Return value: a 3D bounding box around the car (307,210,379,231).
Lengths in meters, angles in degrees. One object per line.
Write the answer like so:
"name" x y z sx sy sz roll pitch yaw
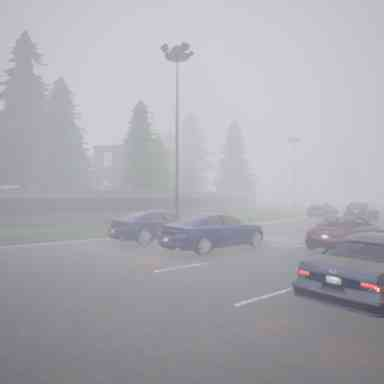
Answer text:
"car" 6.589 1.705 14.162 4.181 1.385 1.994 1 -1 -43

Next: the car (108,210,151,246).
"car" -1.574 1.595 16.171 5.008 1.535 1.882 0 0 -40

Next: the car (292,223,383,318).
"car" 4.429 1.627 7.500 5.357 1.411 2.033 1 -1 -40

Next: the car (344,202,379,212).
"car" 14.378 1.636 28.200 2.097 1.767 4.553 0 -1 38

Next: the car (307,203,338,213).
"car" 12.318 1.791 31.249 2.128 1.511 4.902 0 0 37

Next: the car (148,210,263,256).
"car" 0.928 1.588 13.746 5.008 1.535 1.882 0 0 -41
